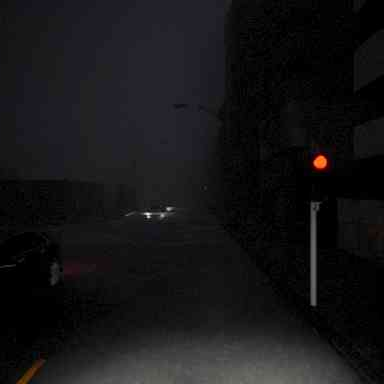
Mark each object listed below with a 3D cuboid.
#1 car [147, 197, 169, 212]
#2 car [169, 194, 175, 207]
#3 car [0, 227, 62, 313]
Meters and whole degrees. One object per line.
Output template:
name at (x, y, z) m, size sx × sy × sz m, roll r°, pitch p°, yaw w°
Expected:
car at (-4.148, 1.478, 39.554) m, size 1.882 × 1.535 × 5.008 m, roll 0°, pitch 0°, yaw 0°
car at (-4.125, 1.501, 50.396) m, size 1.837 × 1.490 × 4.892 m, roll 0°, pitch 1°, yaw 1°
car at (-4.106, 1.505, 6.365) m, size 1.837 × 1.490 × 4.892 m, roll 0°, pitch 0°, yaw 0°
